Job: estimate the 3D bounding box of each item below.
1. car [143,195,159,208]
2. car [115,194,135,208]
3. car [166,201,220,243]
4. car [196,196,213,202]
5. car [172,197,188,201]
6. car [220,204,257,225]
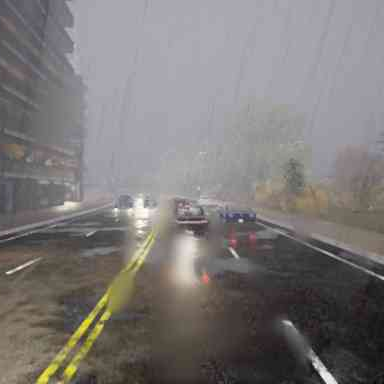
[{"bbox_3d":[-5.049,1.186,41.704,2.128,1.511,4.902,0,0,-5],"label":"car"},{"bbox_3d":[-8.295,1.091,41.519,2.097,1.767,4.553,0,0,-5],"label":"car"},{"bbox_3d":[-0.167,1.374,15.357,2.128,1.511,4.902,0,0,-2],"label":"car"},{"bbox_3d":[1.557,1.195,41.440,1.812,1.442,4.674,0,1,-5],"label":"car"},{"bbox_3d":[-1.360,1.275,37.338,1.994,1.385,4.181,0,0,-4],"label":"car"},{"bbox_3d":[2.831,1.422,22.067,1.895,1.301,4.718,0,0,-3],"label":"car"}]
